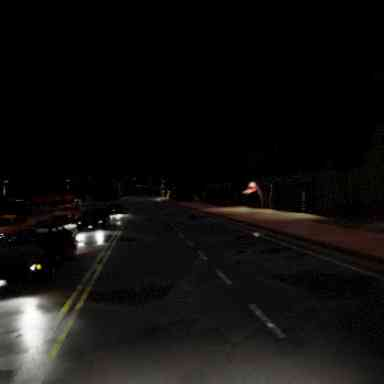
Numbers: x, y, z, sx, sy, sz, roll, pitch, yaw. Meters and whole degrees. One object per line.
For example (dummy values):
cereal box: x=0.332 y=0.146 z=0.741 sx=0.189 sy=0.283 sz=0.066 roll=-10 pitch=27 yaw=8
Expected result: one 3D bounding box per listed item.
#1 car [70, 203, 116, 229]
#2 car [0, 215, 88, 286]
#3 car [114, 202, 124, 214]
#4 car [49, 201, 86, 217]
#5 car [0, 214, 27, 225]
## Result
car: x=-6.920 y=1.859 z=23.897 sx=2.033 sy=1.411 sz=5.357 roll=-3 pitch=0 yaw=-8
car: x=-4.897 y=1.773 z=10.466 sx=2.033 sy=1.411 sz=5.357 roll=-3 pitch=0 yaw=-9
car: x=-9.291 y=1.977 z=40.143 sx=1.994 sy=1.385 sz=4.181 roll=-3 pitch=0 yaw=-8
car: x=-11.462 y=2.001 z=30.652 sx=1.882 sy=1.535 sz=5.008 roll=-3 pitch=0 yaw=-8
car: x=-9.337 y=1.910 z=16.435 sx=1.882 sy=1.535 sz=5.008 roll=-3 pitch=0 yaw=-9
